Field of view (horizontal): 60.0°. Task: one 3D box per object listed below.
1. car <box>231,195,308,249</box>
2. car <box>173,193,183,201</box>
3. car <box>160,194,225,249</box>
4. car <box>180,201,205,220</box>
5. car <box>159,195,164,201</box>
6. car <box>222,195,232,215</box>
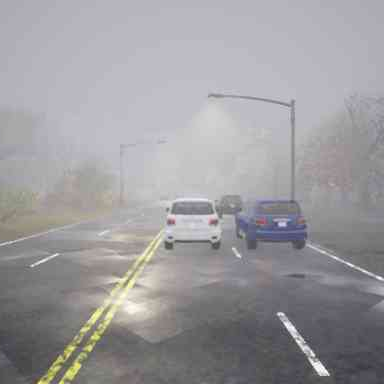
[{"bbox_3d":[3.260,1.254,14.641,2.150,2.045,5.566,0,0,0],"label":"car"},{"bbox_3d":[-3.141,1.175,77.233,2.097,1.767,4.553,0,0,0],"label":"car"},{"bbox_3d":[0.020,1.262,14.646,2.150,2.045,5.566,0,0,0],"label":"car"},{"bbox_3d":[0.041,1.571,29.616,2.033,1.411,5.357,0,0,0],"label":"car"},{"bbox_3d":[-6.391,1.373,77.209,1.994,1.385,4.181,0,0,0],"label":"car"},{"bbox_3d":[3.285,1.262,29.641,2.150,2.045,5.566,0,0,0],"label":"car"}]
